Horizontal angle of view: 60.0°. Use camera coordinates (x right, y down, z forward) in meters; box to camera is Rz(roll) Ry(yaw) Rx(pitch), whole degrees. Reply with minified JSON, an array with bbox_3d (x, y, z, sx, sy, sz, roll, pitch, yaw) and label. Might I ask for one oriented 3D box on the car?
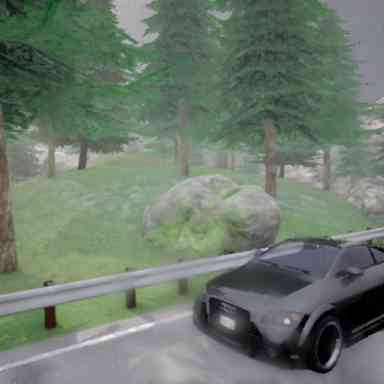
[{"bbox_3d":[2.060,1.477,5.531,4.181,1.385,1.994,-1,1,-36],"label":"car"}]
